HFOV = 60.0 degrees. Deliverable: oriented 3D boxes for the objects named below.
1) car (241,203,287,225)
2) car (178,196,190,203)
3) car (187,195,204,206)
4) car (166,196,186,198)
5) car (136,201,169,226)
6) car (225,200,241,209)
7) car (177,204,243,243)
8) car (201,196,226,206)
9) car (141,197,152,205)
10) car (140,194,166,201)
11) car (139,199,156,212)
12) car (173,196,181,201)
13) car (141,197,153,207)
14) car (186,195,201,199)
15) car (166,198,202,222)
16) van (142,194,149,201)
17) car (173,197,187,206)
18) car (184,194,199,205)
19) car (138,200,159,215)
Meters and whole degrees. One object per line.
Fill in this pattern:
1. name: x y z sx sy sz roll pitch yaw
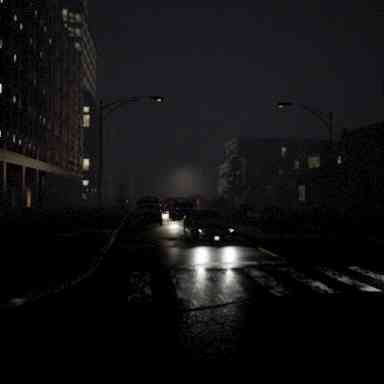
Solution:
1. car: 5.361 1.583 24.510 1.752 1.417 4.829 1 0 -8
2. car: -1.795 1.656 73.655 1.947 1.339 4.313 1 0 -8
3. car: 0.601 1.391 57.219 2.192 1.841 5.009 1 0 -8
4. car: -2.234 1.361 36.563 2.097 1.767 4.553 1 0 -8
5. car: -2.908 1.531 23.136 2.008 1.369 4.403 1 0 -8
6. car: 4.587 1.641 29.821 1.802 1.307 4.206 1 0 -8
7. car: 0.661 1.550 16.580 2.033 1.411 5.357 1 0 -8
8. car: 2.995 1.379 40.780 2.192 1.841 5.009 1 0 -8
9. car: -8.492 1.568 61.491 1.947 1.339 4.313 1 0 -8
10. car: -3.703 1.297 28.617 2.192 1.841 5.009 1 0 -8
11. car: -5.301 1.531 39.574 1.887 1.381 4.507 1 0 -8
12. car: -4.188 1.691 90.093 1.802 1.307 4.206 1 0 -8
13. car: -6.872 1.519 50.365 1.752 1.417 4.829 1 0 -8
14. car: -0.466 1.521 46.178 1.882 1.535 5.008 1 0 -8
15. car: -0.781 1.483 26.455 1.882 1.535 5.008 1 0 -8
16. van: -12.479 1.372 88.888 1.690 1.788 3.998 1 0 -8
17. car: -2.011 1.555 56.455 1.837 1.490 4.892 1 0 -8
18. car: -0.196 1.396 62.697 2.192 1.841 5.009 1 0 -8
19. car: -4.503 1.535 34.095 2.008 1.369 4.403 1 0 -8
